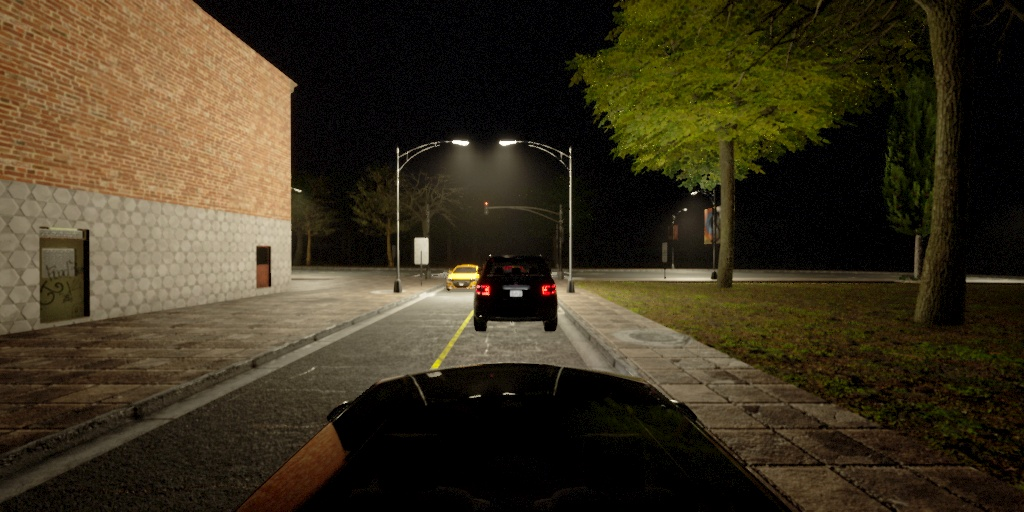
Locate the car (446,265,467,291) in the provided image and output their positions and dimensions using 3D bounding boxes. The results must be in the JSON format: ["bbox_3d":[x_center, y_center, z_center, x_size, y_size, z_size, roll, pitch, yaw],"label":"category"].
[{"bbox_3d":[-2.783,1.293,22.161,1.882,1.535,5.008,0,0,0],"label":"car"}]

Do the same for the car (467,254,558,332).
[{"bbox_3d":[0.086,0.976,11.050,2.150,2.045,5.566,0,0,0],"label":"car"}]
